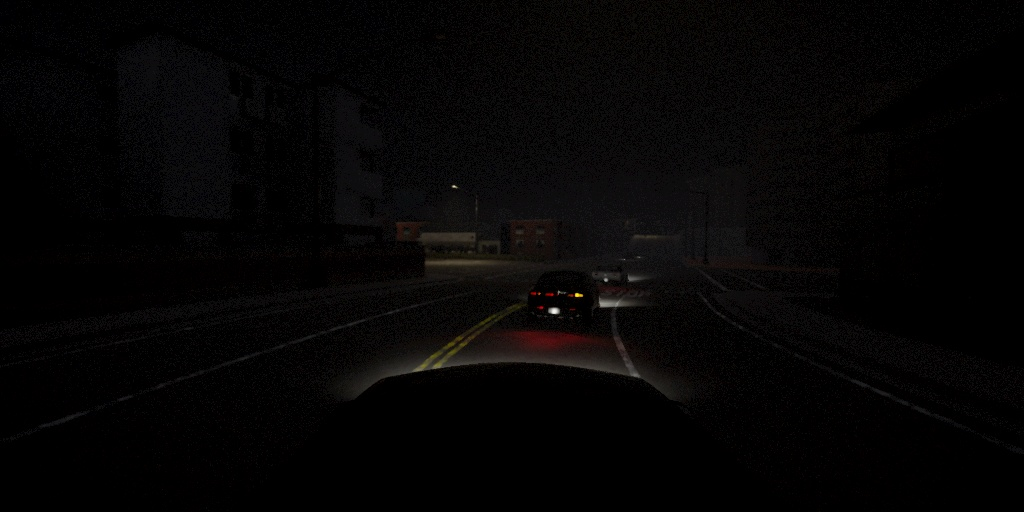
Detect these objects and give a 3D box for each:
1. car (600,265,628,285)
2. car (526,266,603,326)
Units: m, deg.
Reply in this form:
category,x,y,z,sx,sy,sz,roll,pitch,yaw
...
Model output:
category,x,y,z,sx,sy,sz,roll,pitch,yaw
car,6.913,1.263,25.004,1.895,1.301,4.718,1,0,24
car,1.802,1.205,11.698,1.837,1.490,4.892,1,0,17
